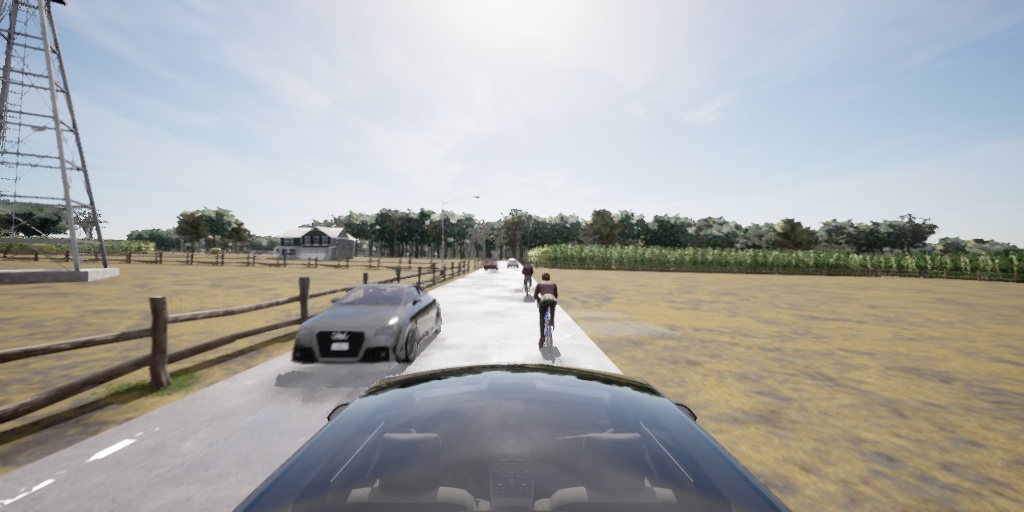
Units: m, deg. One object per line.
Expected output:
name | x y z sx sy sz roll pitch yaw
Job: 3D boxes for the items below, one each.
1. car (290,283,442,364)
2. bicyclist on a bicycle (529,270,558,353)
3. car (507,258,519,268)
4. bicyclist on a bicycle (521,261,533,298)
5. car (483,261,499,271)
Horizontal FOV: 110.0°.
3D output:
car | -2.847 1.311 7.934 1.994 1.385 4.181 0 0 0
bicyclist on a bicycle | 0.762 1.199 7.873 0.582 1.620 1.656 0 0 0
car | 0.125 1.286 59.824 1.895 1.301 4.718 0 0 -1
bicyclist on a bicycle | 0.766 1.112 17.527 0.659 1.776 1.843 0 0 0
car | -2.826 1.310 48.599 1.895 1.301 4.718 0 0 0
